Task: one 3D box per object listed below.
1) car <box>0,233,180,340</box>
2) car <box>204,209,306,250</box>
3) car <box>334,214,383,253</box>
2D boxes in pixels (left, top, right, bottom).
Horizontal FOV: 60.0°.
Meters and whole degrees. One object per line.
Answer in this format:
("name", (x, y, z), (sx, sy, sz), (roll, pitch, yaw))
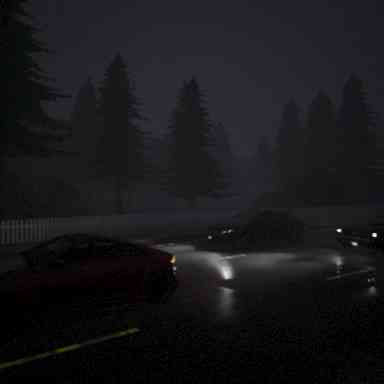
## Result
("car", (-2.326, 1.550, 6.540), (4.181, 1.385, 1.994), (0, 0, -35))
("car", (2.709, 1.442, 13.839), (4.674, 1.442, 1.812), (0, 0, -30))
("car", (7.712, 1.489, 12.569), (4.718, 1.301, 1.895), (0, 0, -24))
